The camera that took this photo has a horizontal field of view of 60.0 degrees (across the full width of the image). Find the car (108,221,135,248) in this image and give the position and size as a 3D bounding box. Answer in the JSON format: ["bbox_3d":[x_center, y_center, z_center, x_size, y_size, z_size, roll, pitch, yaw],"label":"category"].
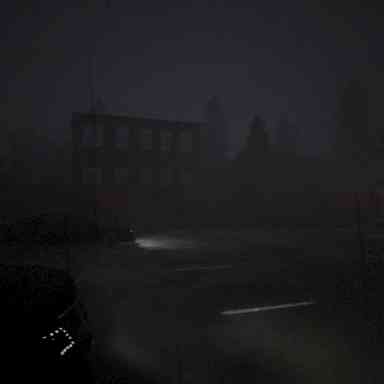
[{"bbox_3d":[-5.078,1.455,13.289,5.357,1.411,2.033,1,0,-20],"label":"car"}]

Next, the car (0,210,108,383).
[{"bbox_3d":[-3.666,1.163,2.633,5.566,2.045,2.150,1,0,-20],"label":"car"}]
